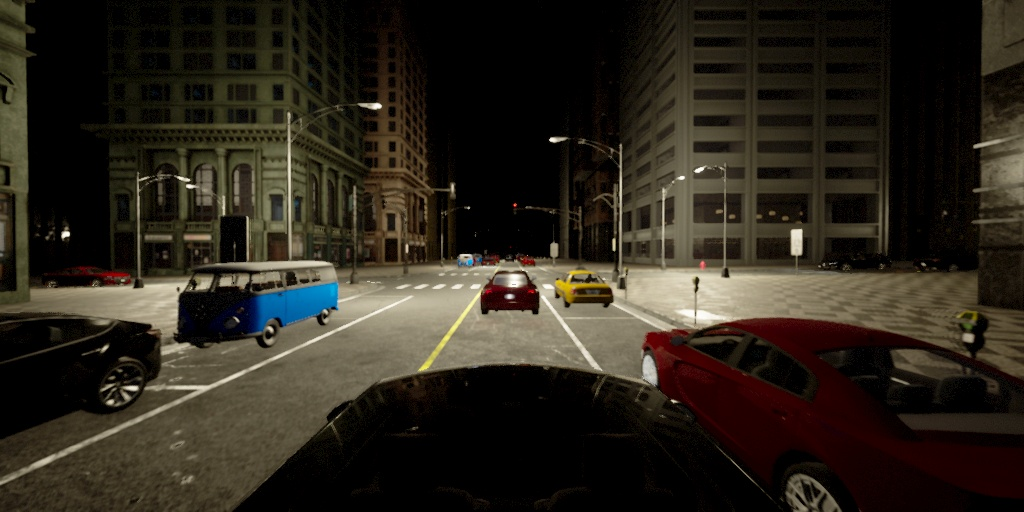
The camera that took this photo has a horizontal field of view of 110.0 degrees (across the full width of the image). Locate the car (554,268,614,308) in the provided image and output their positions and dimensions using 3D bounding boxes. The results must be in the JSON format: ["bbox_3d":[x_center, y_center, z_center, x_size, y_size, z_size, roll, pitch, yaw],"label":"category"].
[{"bbox_3d":[2.692,1.153,14.316,1.751,1.417,4.829,0,0,0],"label":"car"}]

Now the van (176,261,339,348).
[{"bbox_3d":[-5.802,1.027,8.692,1.690,1.789,3.998,0,0,0],"label":"van"}]

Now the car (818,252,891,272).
[{"bbox_3d":[27.746,0.468,29.099,4.892,1.490,1.837,-1,1,0],"label":"car"}]

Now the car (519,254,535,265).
[{"bbox_3d":[2.454,0.819,52.236,1.888,1.381,4.507,0,0,0],"label":"car"}]

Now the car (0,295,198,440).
[{"bbox_3d":[-5.767,1.305,3.280,1.948,1.339,4.313,0,0,0],"label":"car"}]

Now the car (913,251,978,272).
[{"bbox_3d":[32.209,0.406,25.916,5.008,1.535,1.882,-1,1,0],"label":"car"}]

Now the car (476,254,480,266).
[{"bbox_3d":[-6.101,0.826,52.198,1.888,1.381,4.507,0,0,0],"label":"car"}]

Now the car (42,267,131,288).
[{"bbox_3d":[-30.448,1.524,25.750,5.008,1.535,1.882,-1,1,0],"label":"car"}]

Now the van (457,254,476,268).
[{"bbox_3d":[-6.066,0.671,46.674,1.690,1.789,3.998,0,0,0],"label":"van"}]

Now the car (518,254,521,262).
[{"bbox_3d":[2.416,0.770,57.761,1.888,1.381,4.507,0,0,0],"label":"car"}]

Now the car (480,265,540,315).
[{"bbox_3d":[-0.036,1.204,13.062,1.994,1.385,4.181,0,1,1],"label":"car"}]

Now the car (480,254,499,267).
[{"bbox_3d":[-3.396,0.838,52.766,1.994,1.385,4.181,0,0,0],"label":"car"}]

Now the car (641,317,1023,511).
[{"bbox_3d":[2.757,1.275,3.566,1.888,1.381,4.507,0,0,0],"label":"car"}]

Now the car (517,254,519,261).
[{"bbox_3d":[2.379,0.721,63.286,1.888,1.381,4.507,0,0,0],"label":"car"}]
